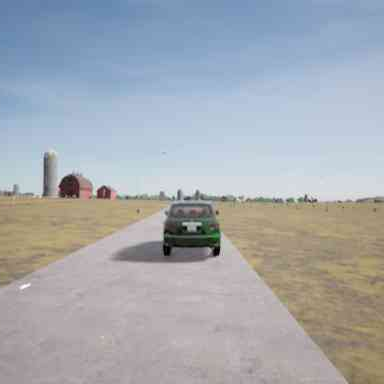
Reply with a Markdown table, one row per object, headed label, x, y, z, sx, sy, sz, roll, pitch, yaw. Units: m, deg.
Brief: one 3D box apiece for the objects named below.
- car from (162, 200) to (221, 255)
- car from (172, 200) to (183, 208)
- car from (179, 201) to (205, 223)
| label | x | y | z | sx | sy | sz | roll | pitch | yaw |
| --- | --- | --- | --- | --- | --- | --- | --- | --- | --- |
| car | -0.006 | 1.367 | 14.051 | 2.150 | 2.045 | 5.566 | 0 | -1 | 0 |
| car | -2.787 | 2.245 | 64.286 | 1.882 | 1.535 | 5.008 | 0 | -1 | 0 |
| car | -0.011 | 1.683 | 29.105 | 2.097 | 1.767 | 4.553 | 0 | -1 | 0 |
